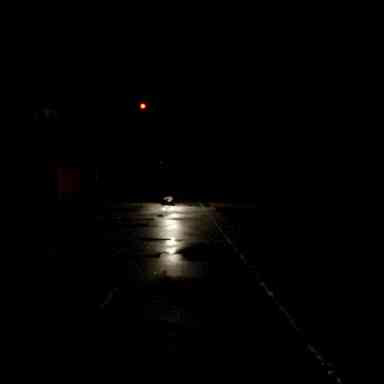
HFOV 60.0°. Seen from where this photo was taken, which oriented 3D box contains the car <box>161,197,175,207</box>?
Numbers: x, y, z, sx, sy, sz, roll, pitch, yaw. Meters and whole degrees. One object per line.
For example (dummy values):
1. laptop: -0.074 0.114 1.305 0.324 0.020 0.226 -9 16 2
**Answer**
1. car: -3.611 1.492 50.545 2.128 1.511 4.902 0 1 0
